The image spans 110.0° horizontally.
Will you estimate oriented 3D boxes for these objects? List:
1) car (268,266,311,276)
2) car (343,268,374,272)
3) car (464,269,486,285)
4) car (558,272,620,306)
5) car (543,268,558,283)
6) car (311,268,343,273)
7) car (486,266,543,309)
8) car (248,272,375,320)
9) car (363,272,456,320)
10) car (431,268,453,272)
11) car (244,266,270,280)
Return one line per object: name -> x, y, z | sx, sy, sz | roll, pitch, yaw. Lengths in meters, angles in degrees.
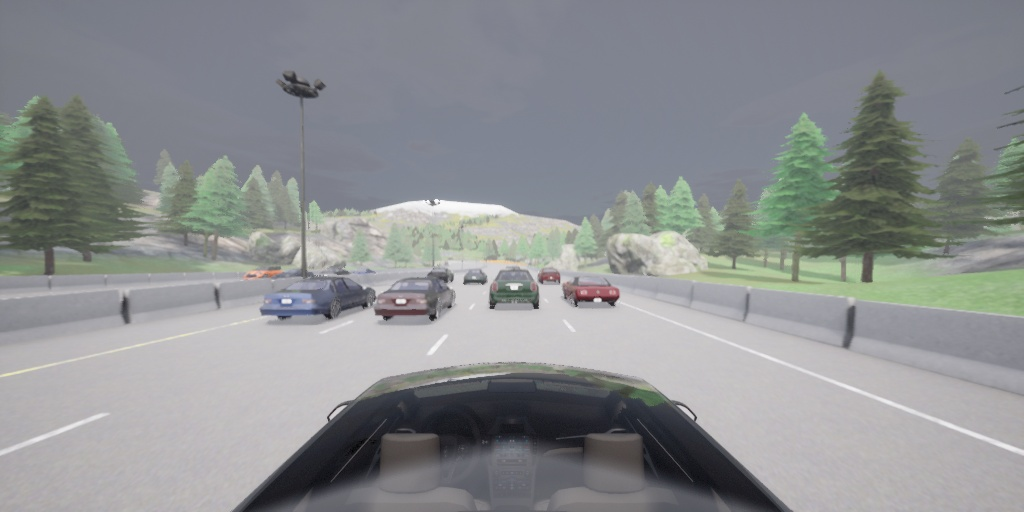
car -> -24.604, 2.122, 40.683 | 2.033, 1.411, 5.357 | 0, -2, 0
car -> -17.601, 2.144, 42.195 | 1.812, 1.442, 4.674 | 0, -2, 0
car -> -3.409, 1.955, 34.096 | 1.994, 1.385, 4.181 | 0, -2, 0
car -> 3.596, 1.606, 17.237 | 1.895, 1.301, 4.718 | 0, -1, 0
car -> 3.591, 1.898, 35.236 | 1.882, 1.535, 5.008 | 0, -2, 0
car -> -21.100, 2.120, 42.519 | 2.128, 1.511, 4.902 | 0, -2, 0
car -> 0.096, 1.345, 16.631 | 2.097, 1.767, 4.553 | 0, -1, 0
car -> -6.903, 1.483, 13.501 | 2.033, 1.411, 5.357 | 0, -1, 0
car -> -3.403, 1.482, 13.486 | 2.033, 1.411, 5.357 | 0, -1, 0
car -> -6.910, 1.899, 35.238 | 1.882, 1.535, 5.008 | 0, -2, 0
car -> -28.098, 1.931, 40.860 | 2.097, 1.767, 4.553 | 0, -1, 0
